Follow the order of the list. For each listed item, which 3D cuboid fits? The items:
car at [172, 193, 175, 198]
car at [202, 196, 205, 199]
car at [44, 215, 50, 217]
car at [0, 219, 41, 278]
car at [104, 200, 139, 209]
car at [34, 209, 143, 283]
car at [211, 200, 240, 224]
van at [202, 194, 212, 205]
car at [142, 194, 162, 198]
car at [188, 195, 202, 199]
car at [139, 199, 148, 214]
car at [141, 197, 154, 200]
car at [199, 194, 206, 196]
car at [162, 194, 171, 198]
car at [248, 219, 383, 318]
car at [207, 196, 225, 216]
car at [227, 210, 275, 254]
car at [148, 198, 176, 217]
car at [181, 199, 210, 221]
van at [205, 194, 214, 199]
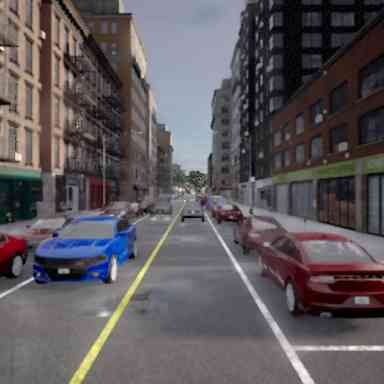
[{"bbox_3d":[-5.415,1.287,69.855,2.192,1.841,5.009,0,0,0],"label":"car"},{"bbox_3d":[2.629,1.537,41.461,2.008,1.369,4.403,0,0,0],"label":"car"},{"bbox_3d":[-5.394,1.579,13.071,1.802,1.307,4.206,0,0,0],"label":"car"},{"bbox_3d":[-5.391,1.544,7.393,1.887,1.381,4.507,0,0,0],"label":"car"},{"bbox_3d":[-5.398,1.434,24.428,1.967,1.590,4.097,0,0,0],"label":"car"},{"bbox_3d":[-2.836,1.476,9.831,1.882,1.535,5.008,0,0,0],"label":"car"},{"bbox_3d":[2.633,1.538,24.425,1.887,1.381,4.507,0,0,0],"label":"car"},{"bbox_3d":[2.626,1.319,58.498,1.690,1.788,3.998,0,0,0],"label":"van"},{"bbox_3d":[-5.404,1.302,41.463,2.192,1.841,5.009,0,0,0],"label":"car"},{"bbox_3d":[0.078,1.511,44.517,1.812,1.442,4.674,0,0,0],"label":"car"},{"bbox_3d":[-5.400,1.574,30.107,1.802,1.307,4.206,0,0,0],"label":"car"},{"bbox_3d":[-5.402,1.556,35.785,1.947,1.339,4.313,0,0,0],"label":"car"},{"bbox_3d":[2.627,1.296,52.819,2.192,1.841,5.009,0,0,0],"label":"car"},{"bbox_3d":[-5.410,1.294,58.498,2.192,1.841,5.009,0,0,0],"label":"car"},{"bbox_3d":[2.637,1.543,7.388,1.887,1.381,4.507,0,0,0],"label":"car"},{"bbox_3d":[2.632,1.431,30.104,1.967,1.590,4.097,0,0,0],"label":"car"},{"bbox_3d":[2.636,1.579,13.067,1.802,1.307,4.206,0,0,0],"label":"car"},{"bbox_3d":[-2.814,1.556,31.436,1.994,1.385,4.181,0,0,0],"label":"car"},{"bbox_3d":[0.077,1.540,26.828,2.033,1.411,5.357,0,0,0],"label":"car"},{"bbox_3d":[2.631,1.330,35.782,1.690,1.788,3.998,0,0,0],"label":"van"}]
